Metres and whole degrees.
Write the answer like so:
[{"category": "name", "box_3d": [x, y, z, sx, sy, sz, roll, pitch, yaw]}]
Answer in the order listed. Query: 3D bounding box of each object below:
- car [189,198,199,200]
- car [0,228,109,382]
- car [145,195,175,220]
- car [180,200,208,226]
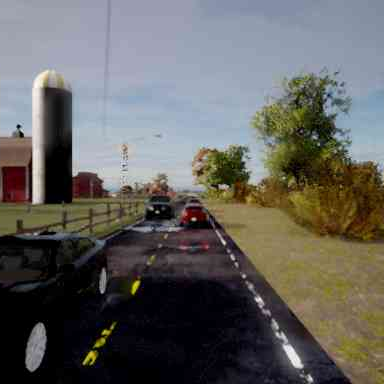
[{"category": "car", "box_3d": [0.241, 1.587, 42.161, 1.837, 1.490, 4.892, 0, 0, 0]}, {"category": "car", "box_3d": [-2.840, 1.477, 5.715, 1.882, 1.535, 5.008, 0, 0, 0]}, {"category": "car", "box_3d": [-2.700, 1.254, 28.990, 2.150, 2.045, 5.566, 0, 0, 1]}, {"category": "car", "box_3d": [0.139, 1.546, 23.276, 1.812, 1.442, 4.674, 0, 0, 1]}]
